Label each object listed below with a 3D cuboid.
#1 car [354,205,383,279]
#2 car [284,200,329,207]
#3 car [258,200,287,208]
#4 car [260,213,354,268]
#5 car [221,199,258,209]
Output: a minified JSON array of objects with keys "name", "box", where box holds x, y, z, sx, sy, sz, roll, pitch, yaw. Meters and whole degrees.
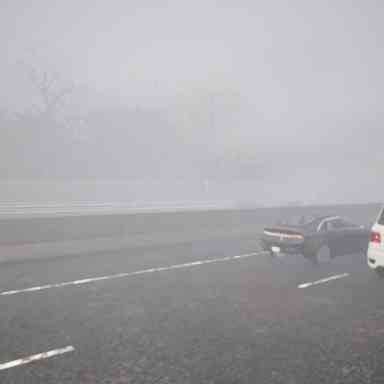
[{"name":"car","box":[6.757,1.199,8.570,5.566,2.045,2.150,0,0,-35]},{"name":"car","box":[10.453,1.553,28.539,4.718,1.301,1.895,0,0,-35]},{"name":"car","box":[9.177,1.498,31.918,5.357,1.411,2.033,0,0,-35]},{"name":"car","box":[4.444,1.470,11.213,4.902,1.511,2.128,0,0,-36]},{"name":"car","box":[5.099,1.446,33.337,4.902,1.511,2.128,0,0,-35]}]
